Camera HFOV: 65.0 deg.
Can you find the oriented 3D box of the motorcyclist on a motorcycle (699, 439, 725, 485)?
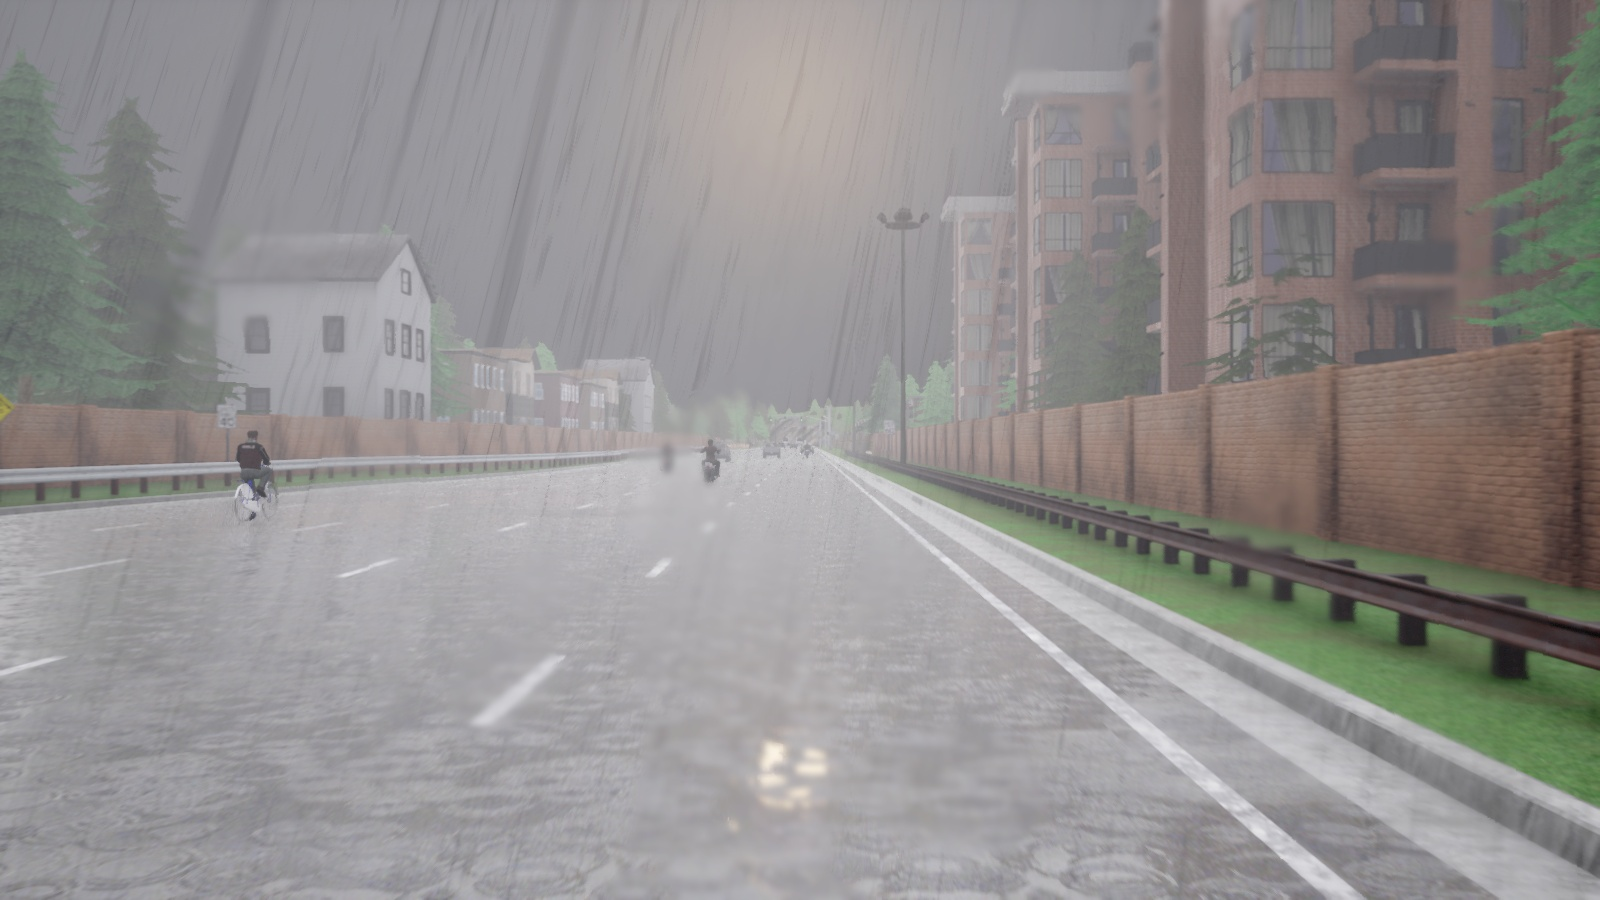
[{"bbox_3d":[-3.224,0.436,45.999,0.766,1.649,2.350,0,0,0],"label":"motorcyclist on a motorcycle"}]

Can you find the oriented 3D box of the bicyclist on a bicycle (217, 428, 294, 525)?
[{"bbox_3d":[-10.349,0.474,23.950,0.659,1.776,1.843,0,1,0],"label":"bicyclist on a bicycle"}]
